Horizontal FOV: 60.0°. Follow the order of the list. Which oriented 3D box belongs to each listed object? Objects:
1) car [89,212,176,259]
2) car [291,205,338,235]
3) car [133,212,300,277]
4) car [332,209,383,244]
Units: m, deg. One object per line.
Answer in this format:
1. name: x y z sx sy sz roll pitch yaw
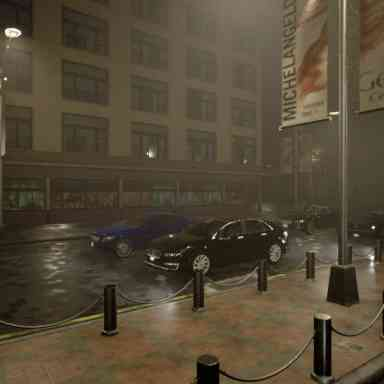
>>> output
1. car: -1.514 1.526 12.764 4.674 1.442 1.812 0 0 -35
2. car: 6.851 1.492 18.746 4.902 1.511 2.128 0 0 -35
3. car: 0.918 1.505 10.195 4.892 1.490 1.837 0 0 -36
4. car: 9.076 1.601 16.036 4.718 1.301 1.895 0 0 -35
